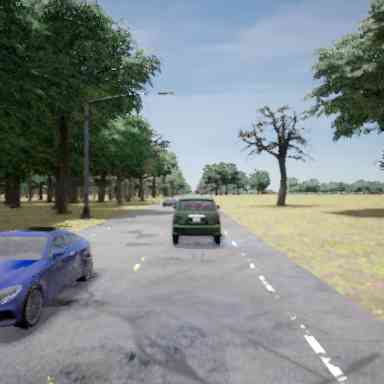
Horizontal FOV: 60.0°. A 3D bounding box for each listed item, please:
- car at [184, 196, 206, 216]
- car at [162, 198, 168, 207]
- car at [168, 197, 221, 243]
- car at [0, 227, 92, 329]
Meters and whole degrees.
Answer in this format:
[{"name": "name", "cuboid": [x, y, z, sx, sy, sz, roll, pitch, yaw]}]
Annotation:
[{"name": "car", "cuboid": [0.275, 1.369, 34.144, 2.097, 1.767, 4.553, 0, 0, 0]}, {"name": "car", "cuboid": [-3.337, 1.575, 49.971, 1.994, 1.385, 4.181, 0, 0, 1]}, {"name": "car", "cuboid": [0.221, 1.233, 16.315, 2.150, 2.045, 5.566, 0, 0, 1]}, {"name": "car", "cuboid": [-3.514, 1.525, 7.087, 1.812, 1.442, 4.674, 0, 0, 0]}]
